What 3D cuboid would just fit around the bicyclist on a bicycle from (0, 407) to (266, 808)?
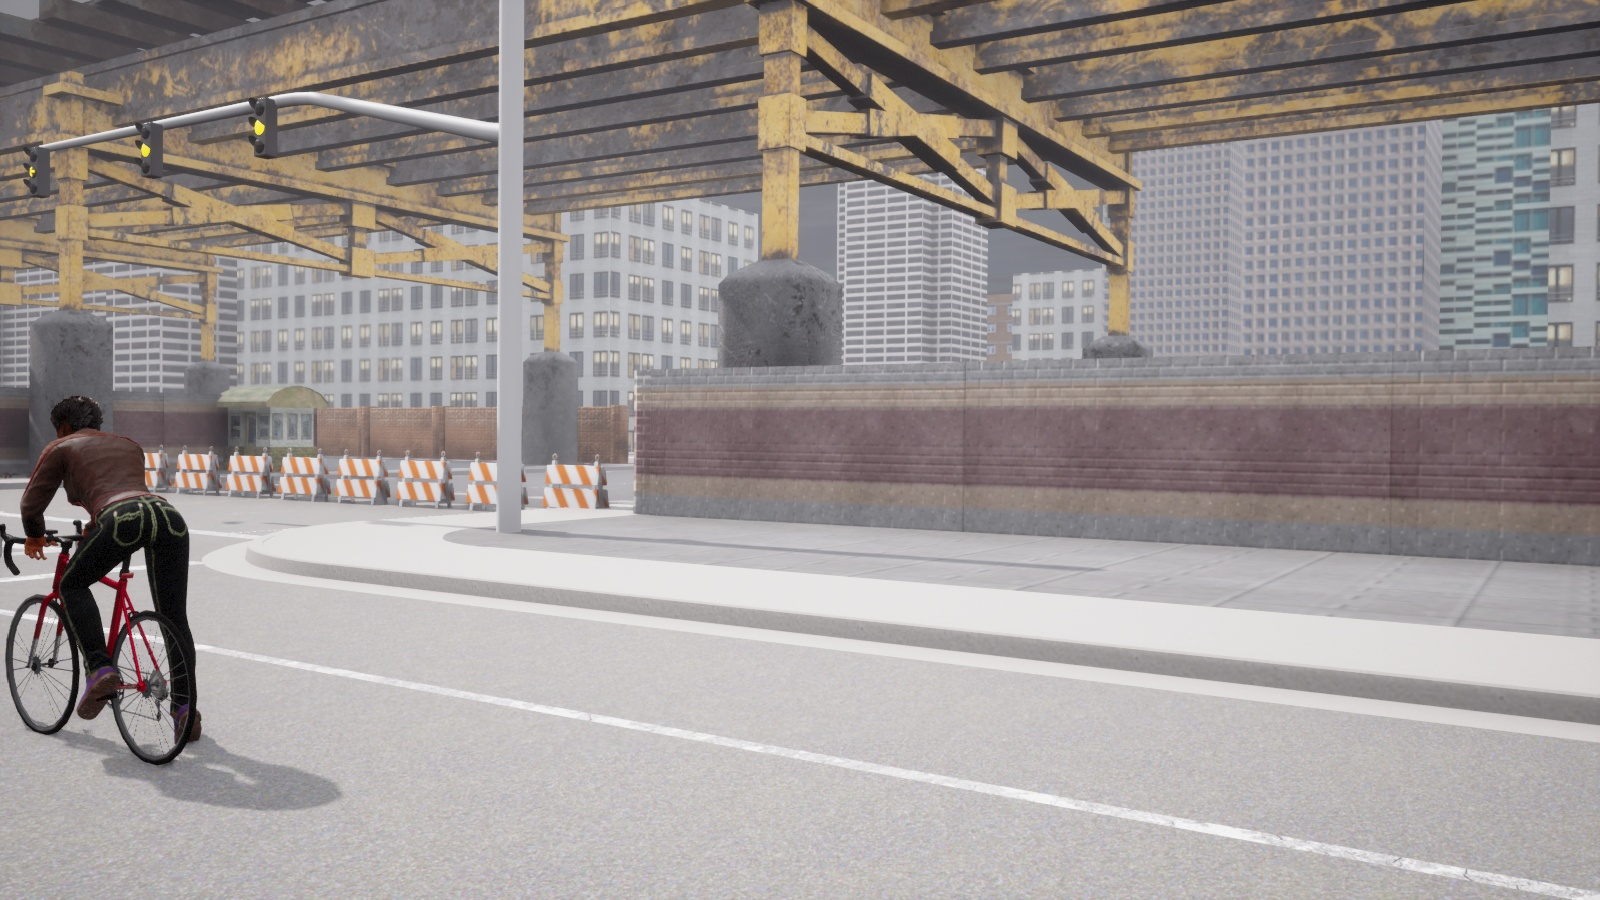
[{"bbox_3d":[-3.227,0.635,5.764,1.656,1.620,0.582,0,1,34],"label":"bicyclist on a bicycle"}]
